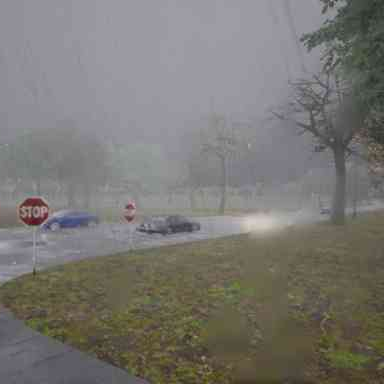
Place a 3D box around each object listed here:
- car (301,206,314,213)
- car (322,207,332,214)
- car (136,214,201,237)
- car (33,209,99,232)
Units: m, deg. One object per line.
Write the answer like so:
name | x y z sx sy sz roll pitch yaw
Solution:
car | 25.429 3.762 73.167 2.128 1.511 4.902 1 -1 36
car | 27.485 3.710 67.359 1.882 1.535 5.008 1 -1 28
car | -1.550 2.318 23.745 2.033 1.411 5.357 1 -1 36
car | -9.319 2.044 24.929 1.882 1.535 5.008 1 -1 36
